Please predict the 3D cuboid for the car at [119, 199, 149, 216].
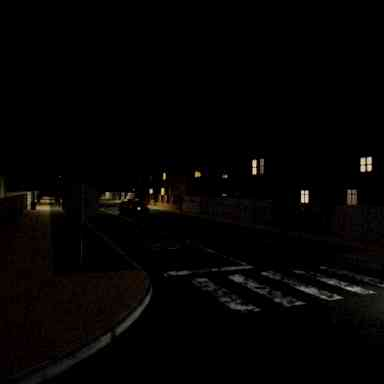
[{"bbox_3d":[-5.267,1.340,29.811,1.994,1.385,4.181,1,0,-23],"label":"car"}]
